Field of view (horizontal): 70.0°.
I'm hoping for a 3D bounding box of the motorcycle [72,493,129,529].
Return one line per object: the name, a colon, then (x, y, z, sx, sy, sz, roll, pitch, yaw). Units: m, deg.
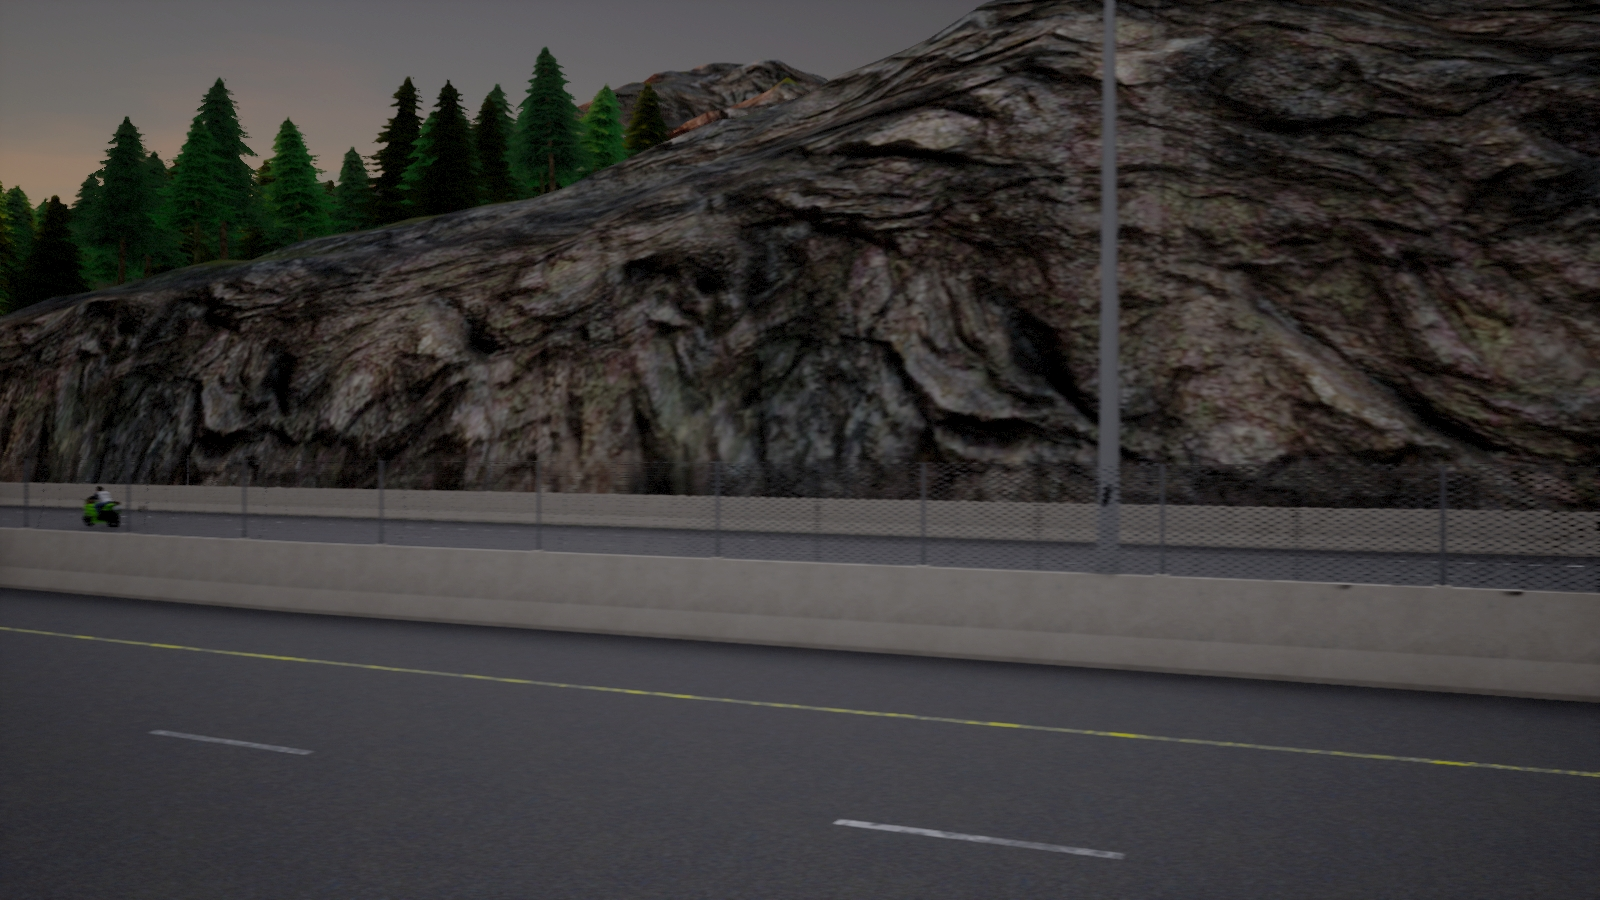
motorcycle: (-25.464, 2.217, 41.609, 2.033, 1.217, 0.803, 0, 0, 26)
